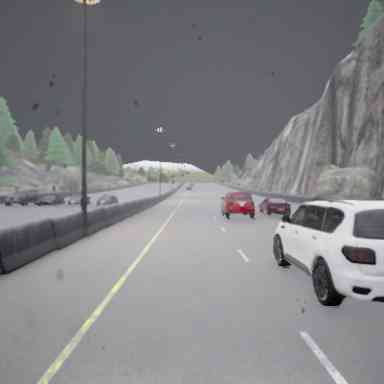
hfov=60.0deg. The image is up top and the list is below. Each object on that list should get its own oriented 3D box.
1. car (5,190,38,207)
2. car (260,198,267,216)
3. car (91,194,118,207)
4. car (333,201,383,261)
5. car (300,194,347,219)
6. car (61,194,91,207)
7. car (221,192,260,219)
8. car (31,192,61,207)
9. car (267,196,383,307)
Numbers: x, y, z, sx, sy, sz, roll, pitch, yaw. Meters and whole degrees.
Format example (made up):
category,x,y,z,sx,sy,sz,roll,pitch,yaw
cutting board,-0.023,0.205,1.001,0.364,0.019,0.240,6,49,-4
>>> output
category,x,y,z,sx,sy,sz,roll,pitch,yaw
car,-21.055,0.731,41.634,2.150,2.045,5.566,0,1,0
car,7.113,1.204,29.086,1.882,1.535,5.008,0,1,0
car,-10.556,1.001,41.687,2.128,1.511,4.902,0,1,0
car,7.093,1.281,11.966,2.097,1.767,4.553,0,1,0
car,10.607,1.106,27.225,2.097,1.767,4.553,0,1,0
car,-14.055,1.000,41.686,2.128,1.511,4.902,0,1,0
car,3.607,0.982,26.667,2.150,2.045,5.566,0,1,0
car,-17.559,1.056,41.702,2.033,1.411,5.357,0,1,0
car,3.575,1.182,7.991,2.150,2.045,5.566,0,1,0
